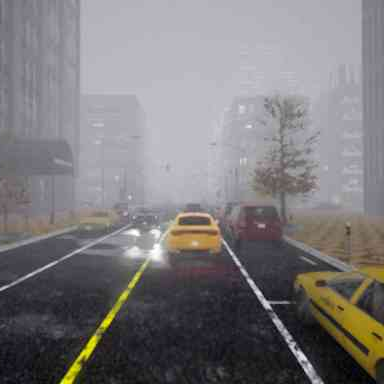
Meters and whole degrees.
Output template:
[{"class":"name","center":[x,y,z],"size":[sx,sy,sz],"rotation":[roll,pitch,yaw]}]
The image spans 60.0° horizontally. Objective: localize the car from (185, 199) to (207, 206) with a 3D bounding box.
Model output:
[{"class":"car","center":[0.109,1.710,30.329],"size":[1.837,1.490,4.892],"rotation":[0,0,0]}]

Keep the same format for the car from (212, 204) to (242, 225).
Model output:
[{"class":"car","center":[2.709,1.723,26.420],"size":[1.887,1.381,4.507],"rotation":[1,0,0]}]

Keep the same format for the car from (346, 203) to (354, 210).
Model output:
[{"class":"car","center":[26.283,2.401,59.484],"size":[4.829,1.417,1.752],"rotation":[1,-2,0]}]

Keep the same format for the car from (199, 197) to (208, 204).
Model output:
[{"class":"car","center":[2.734,1.992,80.980],"size":[1.967,1.590,4.097],"rotation":[1,0,0]}]

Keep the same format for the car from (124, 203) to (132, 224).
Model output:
[{"class":"car","center":[-5.670,1.619,26.425],"size":[1.967,1.590,4.097],"rotation":[1,0,0]}]

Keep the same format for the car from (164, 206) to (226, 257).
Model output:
[{"class":"car","center":[0.098,1.569,13.508],"size":[1.882,1.535,5.008],"rotation":[0,0,0]}]

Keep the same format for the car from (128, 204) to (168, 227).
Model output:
[{"class":"car","center":[-3.087,1.764,24.070],"size":[1.895,1.301,4.718],"rotation":[0,0,0]}]

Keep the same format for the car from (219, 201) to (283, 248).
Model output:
[{"class":"car","center":[2.706,1.419,15.302],"size":[2.192,1.841,5.009],"rotation":[1,0,0]}]

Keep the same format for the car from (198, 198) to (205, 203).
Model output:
[{"class":"car","center":[2.737,2.210,92.025],"size":[1.802,1.307,4.206],"rotation":[1,0,0]}]

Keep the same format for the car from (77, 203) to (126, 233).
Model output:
[{"class":"car","center":[-5.673,1.666,20.695],"size":[1.752,1.417,4.829],"rotation":[1,0,0]}]

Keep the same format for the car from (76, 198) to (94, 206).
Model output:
[{"class":"car","center":[-17.230,1.604,50.832],"size":[4.507,1.381,1.887],"rotation":[1,-2,0]}]

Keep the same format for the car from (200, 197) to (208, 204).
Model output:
[{"class":"car","center":[2.731,2.058,75.455],"size":[1.887,1.381,4.507],"rotation":[1,0,0]}]

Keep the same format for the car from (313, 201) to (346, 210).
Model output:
[{"class":"car","center":[20.869,2.095,51.136],"size":[4.097,1.590,1.967],"rotation":[1,-2,0]}]

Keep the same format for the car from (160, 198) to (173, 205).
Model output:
[{"class":"car","center":[-5.652,2.000,69.780],"size":[1.752,1.417,4.829],"rotation":[1,0,0]}]

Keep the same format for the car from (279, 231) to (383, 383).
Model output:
[{"class":"car","center":[2.700,1.556,4.352],"size":[1.752,1.417,4.829],"rotation":[1,0,0]}]

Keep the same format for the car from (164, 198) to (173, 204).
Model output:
[{"class":"car","center":[-5.648,2.096,80.996],"size":[1.887,1.381,4.507],"rotation":[1,0,0]}]
